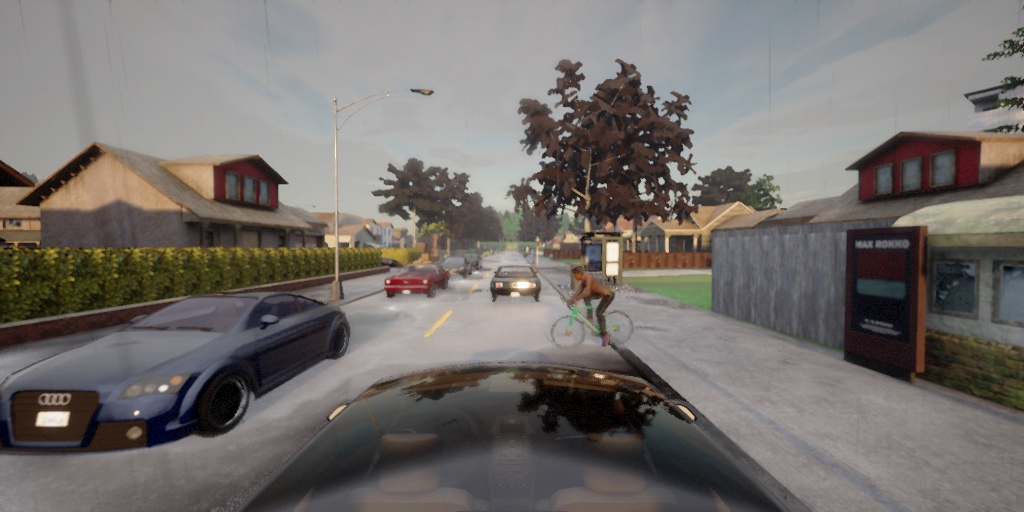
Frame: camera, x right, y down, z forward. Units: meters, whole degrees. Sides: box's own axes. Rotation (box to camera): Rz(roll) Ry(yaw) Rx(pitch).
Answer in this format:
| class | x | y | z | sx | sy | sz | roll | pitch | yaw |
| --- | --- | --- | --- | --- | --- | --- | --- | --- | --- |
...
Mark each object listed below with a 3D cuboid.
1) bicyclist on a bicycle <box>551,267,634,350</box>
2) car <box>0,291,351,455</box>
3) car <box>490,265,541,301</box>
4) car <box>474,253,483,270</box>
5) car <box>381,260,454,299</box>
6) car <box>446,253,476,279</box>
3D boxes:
| class | x | y | z | sx | sy | sz | roll | pitch | yaw |
| --- | --- | --- | --- | --- | --- | --- | --- | --- | --- |
| bicyclist on a bicycle | 1.545 | 1.018 | 7.110 | 1.656 | 1.620 | 0.582 | -6 | 1 | 0 |
| car | -4.095 | 1.231 | 5.193 | 1.994 | 1.385 | 4.181 | 0 | 1 | 0 |
| car | 0.148 | 1.041 | 15.159 | 1.895 | 1.301 | 4.718 | 0 | 1 | 0 |
| car | -3.875 | 0.506 | 34.109 | 1.837 | 1.490 | 4.892 | 0 | 2 | 1 |
| car | -4.041 | 1.021 | 15.936 | 1.895 | 1.301 | 4.718 | 0 | 1 | 0 |
| car | -3.898 | 0.736 | 25.135 | 1.812 | 1.442 | 4.674 | 0 | 1 | 0 |
